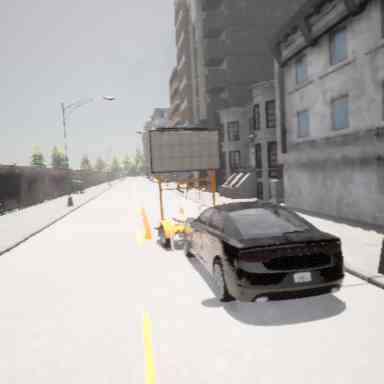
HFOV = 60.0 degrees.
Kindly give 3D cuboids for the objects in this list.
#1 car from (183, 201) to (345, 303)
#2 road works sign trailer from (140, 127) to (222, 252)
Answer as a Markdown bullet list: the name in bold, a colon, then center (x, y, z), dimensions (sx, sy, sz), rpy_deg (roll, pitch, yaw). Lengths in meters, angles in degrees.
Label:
- **car**: center (1.039, 0.931, 7.087), dimensions (1.882, 1.535, 5.008), rpy_deg (-3, 3, -12)
- **road works sign trailer**: center (-0.205, -0.257, 10.757), dimensions (2.380, 3.560, 2.880), rpy_deg (-5, 4, -22)
